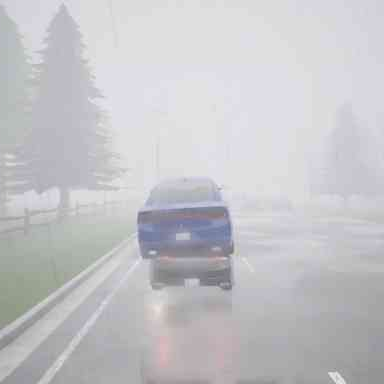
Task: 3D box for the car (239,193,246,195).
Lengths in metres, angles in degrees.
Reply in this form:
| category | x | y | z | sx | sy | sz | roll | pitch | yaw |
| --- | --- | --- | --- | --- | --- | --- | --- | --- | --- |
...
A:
| category | x | y | z | sx | sy | sz | roll | pitch | yaw |
| --- | --- | --- | --- | --- | --- | --- | --- | --- | --- |
| car | 7.000 | 1.221 | 50.098 | 2.150 | 2.045 | 5.566 | 0 | 0 | 0 |

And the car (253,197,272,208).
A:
| category | x | y | z | sx | sy | sz | roll | pitch | yaw |
| --- | --- | --- | --- | --- | --- | --- | --- | --- | --- |
| car | 10.500 | 1.505 | 50.068 | 1.837 | 1.490 | 4.892 | 0 | 0 | 0 |

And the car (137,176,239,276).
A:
| category | x | y | z | sx | sy | sz | roll | pitch | yaw |
| --- | --- | --- | --- | --- | --- | --- | --- | --- | --- |
| car | -0.082 | 0.341 | 8.299 | 1.882 | 1.535 | 5.008 | -4 | 7 | 3 |

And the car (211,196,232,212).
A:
| category | x | y | z | sx | sy | sz | roll | pitch | yaw |
| --- | --- | --- | --- | --- | --- | --- | --- | --- | --- |
| car | 3.500 | 1.352 | 40.035 | 2.097 | 1.767 | 4.553 | 0 | 0 | 0 |

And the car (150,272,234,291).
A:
| category | x | y | z | sx | sy | sz | roll | pitch | yaw |
| --- | --- | --- | --- | --- | --- | --- | --- | --- | --- |
| car | 0.001 | 1.551 | 9.027 | 2.128 | 1.511 | 4.902 | 0 | 1 | 0 |

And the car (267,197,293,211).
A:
| category | x | y | z | sx | sy | sz | roll | pitch | yaw |
| --- | --- | --- | --- | --- | --- | --- | --- | --- | --- |
| car | 10.500 | 1.352 | 40.035 | 2.097 | 1.767 | 4.553 | 0 | 0 | 0 |

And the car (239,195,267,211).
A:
| category | x | y | z | sx | sy | sz | roll | pitch | yaw |
| --- | --- | --- | --- | --- | --- | --- | --- | --- | --- |
| car | 7.000 | 1.491 | 39.648 | 2.128 | 1.511 | 4.902 | 0 | 0 | 0 |
